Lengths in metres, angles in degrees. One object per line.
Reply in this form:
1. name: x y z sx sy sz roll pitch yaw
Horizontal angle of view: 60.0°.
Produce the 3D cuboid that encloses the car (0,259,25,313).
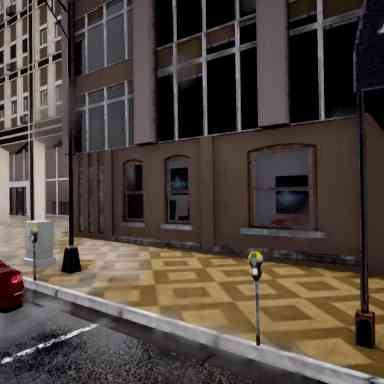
1. car: -4.803 1.584 6.322 4.206 1.307 1.802 0 -1 36
